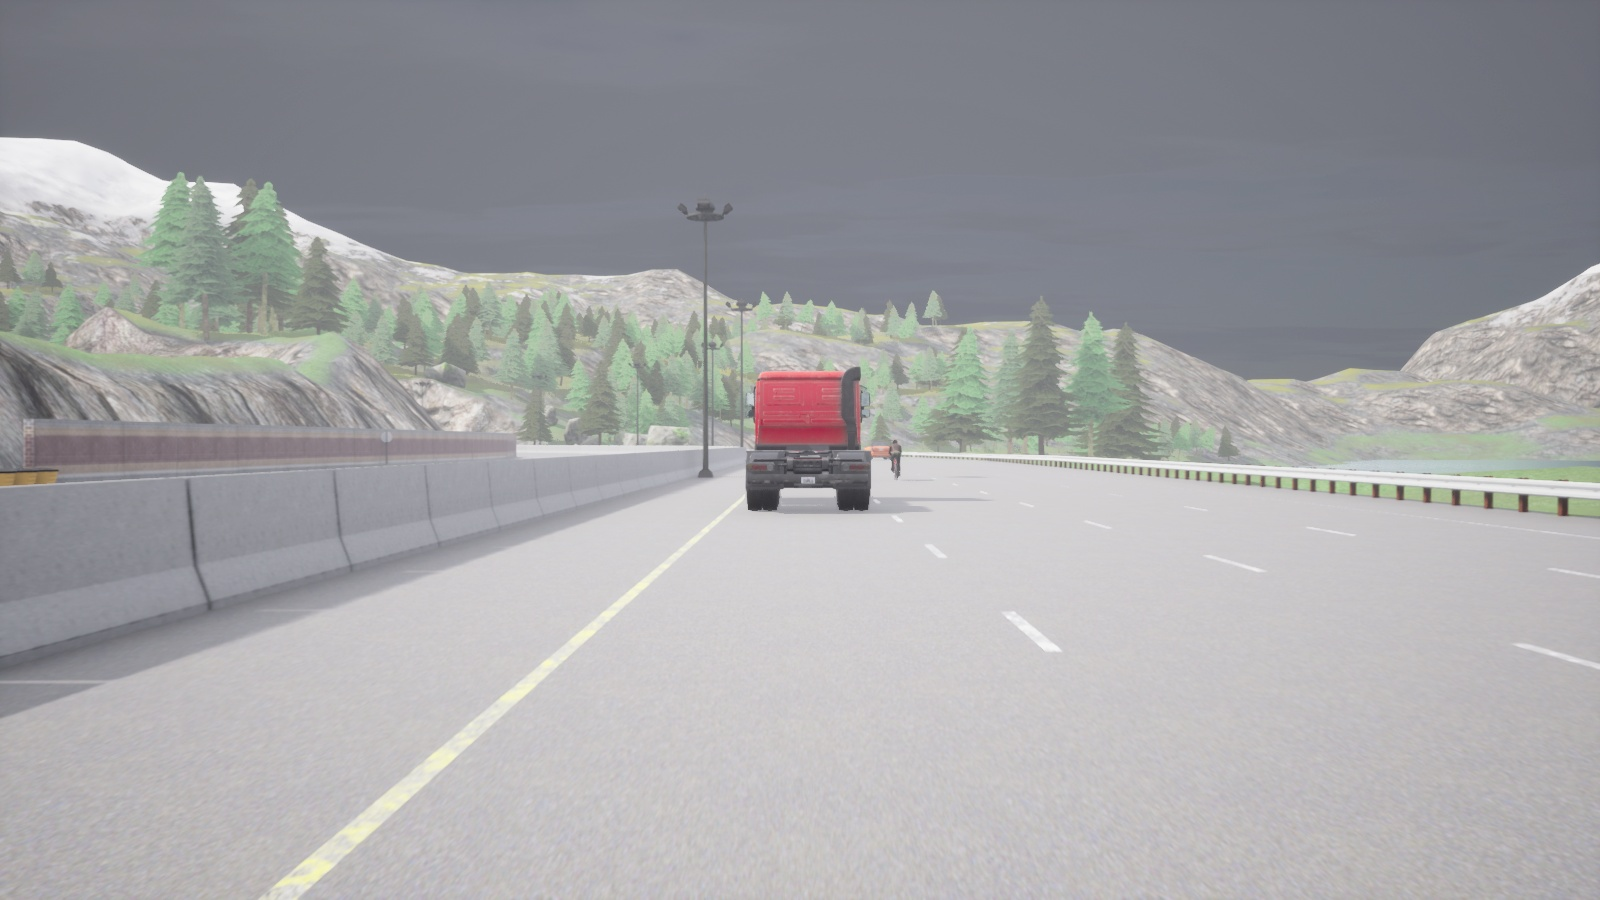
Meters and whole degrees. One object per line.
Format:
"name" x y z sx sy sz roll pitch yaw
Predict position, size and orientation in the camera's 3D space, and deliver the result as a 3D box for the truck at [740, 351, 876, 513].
"truck" 0.193 -0.408 30.716 2.891 3.462 7.936 0 0 0
